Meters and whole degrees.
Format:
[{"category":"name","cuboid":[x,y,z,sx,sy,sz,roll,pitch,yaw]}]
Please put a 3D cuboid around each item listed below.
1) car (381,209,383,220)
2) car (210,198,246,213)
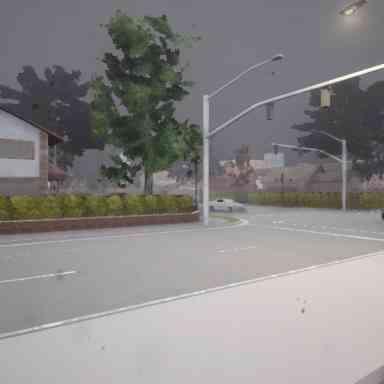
[{"category":"car","cuboid":[14.608,1.476,21.158,1.812,1.442,4.674,0,0,-34]},{"category":"car","cuboid":[3.792,1.436,36.358,1.812,1.442,4.674,0,1,-36]}]
